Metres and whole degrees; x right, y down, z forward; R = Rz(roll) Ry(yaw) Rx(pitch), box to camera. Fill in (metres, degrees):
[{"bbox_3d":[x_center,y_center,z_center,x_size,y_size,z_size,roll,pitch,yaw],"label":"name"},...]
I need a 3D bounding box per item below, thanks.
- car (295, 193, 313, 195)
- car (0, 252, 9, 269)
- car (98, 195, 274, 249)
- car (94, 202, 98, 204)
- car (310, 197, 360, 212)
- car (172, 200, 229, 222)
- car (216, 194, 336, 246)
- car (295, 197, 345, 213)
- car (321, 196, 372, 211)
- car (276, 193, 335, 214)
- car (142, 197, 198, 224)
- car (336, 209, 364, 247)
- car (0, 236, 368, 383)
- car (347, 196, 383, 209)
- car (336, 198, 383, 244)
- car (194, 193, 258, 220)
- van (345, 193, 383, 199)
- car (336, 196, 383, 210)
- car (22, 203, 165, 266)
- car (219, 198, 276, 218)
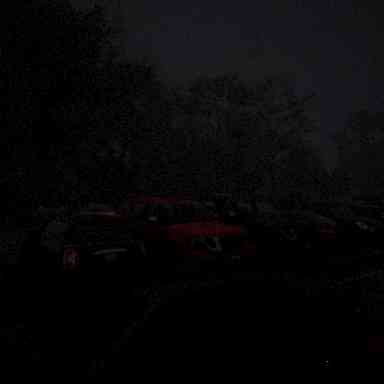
[{"bbox_3d":[9.534,1.133,33.465,2.435,2.045,5.566,0,0,-36],"label":"car"},{"bbox_3d":[-5.137,1.352,6.811,2.185,1.767,4.553,0,0,-36],"label":"car"},{"bbox_3d":[-0.580,1.206,10.076,2.435,2.045,5.566,0,0,-36],"label":"car"},{"bbox_3d":[-6.142,1.448,21.986,1.946,1.575,5.366,0,0,-36],"label":"car"},{"bbox_3d":[16.348,1.365,38.268,2.163,1.488,4.792,0,0,-36],"label":"car"},{"bbox_3d":[0.539,1.452,26.958,2.163,1.488,4.792,0,0,-36],"label":"car"},{"bbox_3d":[1.700,1.197,11.707,2.435,2.045,5.566,0,0,-36],"label":"car"},{"bbox_3d":[14.050,1.382,36.696,2.163,1.488,4.792,0,0,-36],"label":"car"},{"bbox_3d":[18.477,1.306,40.055,1.946,1.575,5.366,-1,0,-36],"label":"car"},{"bbox_3d":[11.826,1.118,35.034,2.435,2.045,5.566,0,0,-36],"label":"car"},{"bbox_3d":[-1.755,1.306,25.391,2.185,1.767,4.553,0,0,-36],"label":"car"},{"bbox_3d":[3.966,1.479,13.360,2.002,1.452,4.674,0,0,-36],"label":"car"},{"bbox_3d":[-0.272,1.541,3.492,5.357,1.411,2.033,0,0,-36],"label":"car"},{"bbox_3d":[23.106,1.254,43.132,2.231,1.521,4.892,-1,0,-36],"label":"car"},{"bbox_3d":[6.226,1.303,15.018,2.185,1.767,4.553,0,0,-36],"label":"car"},{"bbox_3d":[2.762,1.161,28.620,2.435,2.045,5.566,0,0,-36],"label":"car"},{"bbox_3d":[10.735,1.184,18.350,1.878,1.987,4.442,0,0,-36],"label":"van"},{"bbox_3d":[20.846,1.282,41.516,2.097,1.535,5.008,-1,0,-36],"label":"car"},{"bbox_3d":[-2.857,1.342,8.443,2.185,1.767,4.553,0,0,-36],"label":"car"},{"bbox_3d":[4.929,1.400,30.363,1.946,1.575,5.366,0,0,-36],"label":"car"}]
